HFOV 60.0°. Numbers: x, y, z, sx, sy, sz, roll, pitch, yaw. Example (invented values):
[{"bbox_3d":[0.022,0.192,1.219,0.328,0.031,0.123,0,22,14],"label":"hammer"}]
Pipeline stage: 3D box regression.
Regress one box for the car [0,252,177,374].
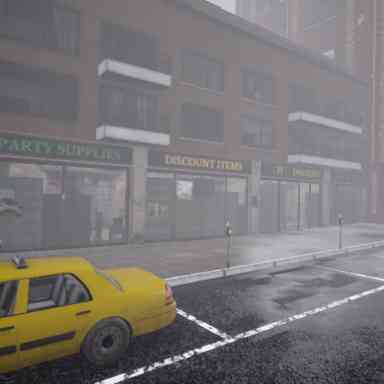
[{"bbox_3d":[-2.516,1.526,4.278,4.829,1.417,1.752,0,2,-35],"label":"car"}]
